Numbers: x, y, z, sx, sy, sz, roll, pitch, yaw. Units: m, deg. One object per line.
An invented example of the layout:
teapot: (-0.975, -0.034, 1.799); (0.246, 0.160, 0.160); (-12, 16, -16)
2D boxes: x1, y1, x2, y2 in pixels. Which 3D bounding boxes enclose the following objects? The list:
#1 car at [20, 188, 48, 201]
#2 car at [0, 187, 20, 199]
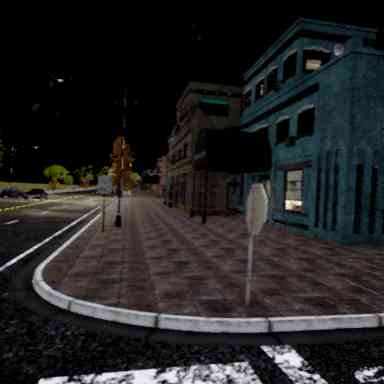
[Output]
car: (-18.898, 0.320, 40.558); (1.812, 1.442, 4.674); (3, 0, -10)
car: (-22.437, 0.145, 42.035); (2.033, 1.411, 5.357); (3, 0, -10)
